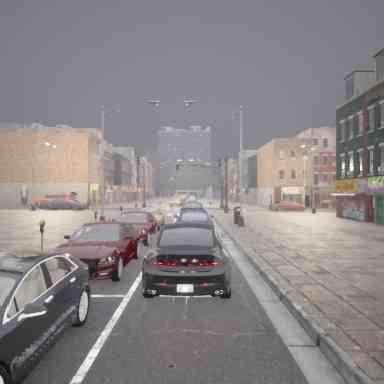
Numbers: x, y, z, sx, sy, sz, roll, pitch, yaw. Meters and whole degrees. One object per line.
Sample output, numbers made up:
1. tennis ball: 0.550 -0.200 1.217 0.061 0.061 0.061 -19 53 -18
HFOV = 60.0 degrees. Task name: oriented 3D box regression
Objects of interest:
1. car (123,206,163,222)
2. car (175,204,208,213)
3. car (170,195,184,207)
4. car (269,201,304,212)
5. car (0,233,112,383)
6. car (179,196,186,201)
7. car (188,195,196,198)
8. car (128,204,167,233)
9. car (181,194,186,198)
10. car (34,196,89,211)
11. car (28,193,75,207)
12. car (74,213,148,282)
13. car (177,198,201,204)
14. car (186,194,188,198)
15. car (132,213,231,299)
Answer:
1. car: -2.623 1.554 15.325 1.887 1.381 4.507 0 0 0
2. car: 0.104 1.536 15.928 1.812 1.442 4.674 0 0 0
3. car: -2.599 1.609 52.606 1.752 1.417 4.829 0 0 0
4. car: 11.601 1.762 41.001 4.181 1.385 1.994 1 0 1
5. car: -2.630 1.552 4.336 2.008 1.369 4.403 0 0 0
6. car: -2.573 1.762 90.884 1.887 1.381 4.507 0 0 0
7. car: 0.057 1.713 83.450 1.812 1.442 4.674 0 0 0
8. car: -2.619 1.541 20.648 1.752 1.417 4.829 0 0 0
9. car: -2.594 1.414 58.220 2.192 1.841 5.009 0 0 0
10. car: -14.627 1.490 37.948 5.357 1.411 2.033 0 0 2
11. car: -16.997 1.167 40.857 5.566 2.045 2.150 0 0 0
12. car: -2.626 1.549 9.830 1.887 1.381 4.507 0 0 0
13. car: 0.041 1.502 26.197 1.882 1.535 5.008 0 0 0
14. car: -2.581 1.699 79.825 1.752 1.417 4.829 0 0 0
15. car: -0.071 1.508 8.484 1.837 1.490 4.892 0 0 1
